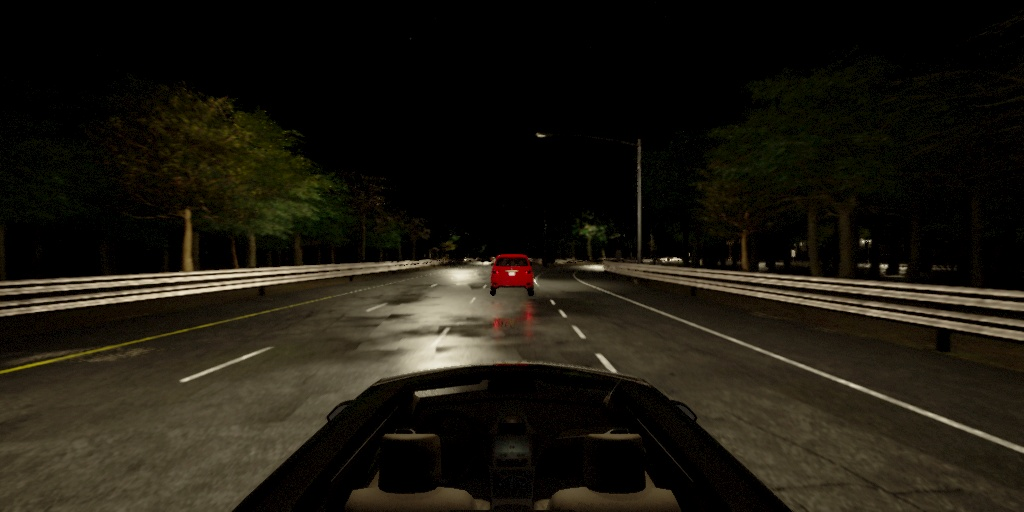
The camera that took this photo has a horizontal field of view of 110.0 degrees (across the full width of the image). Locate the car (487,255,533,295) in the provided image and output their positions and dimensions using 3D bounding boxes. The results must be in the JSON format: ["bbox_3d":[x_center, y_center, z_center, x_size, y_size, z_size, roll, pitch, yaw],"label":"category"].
[{"bbox_3d":[-0.005,0.959,19.902,2.150,2.045,5.566,0,0,0],"label":"car"}]
